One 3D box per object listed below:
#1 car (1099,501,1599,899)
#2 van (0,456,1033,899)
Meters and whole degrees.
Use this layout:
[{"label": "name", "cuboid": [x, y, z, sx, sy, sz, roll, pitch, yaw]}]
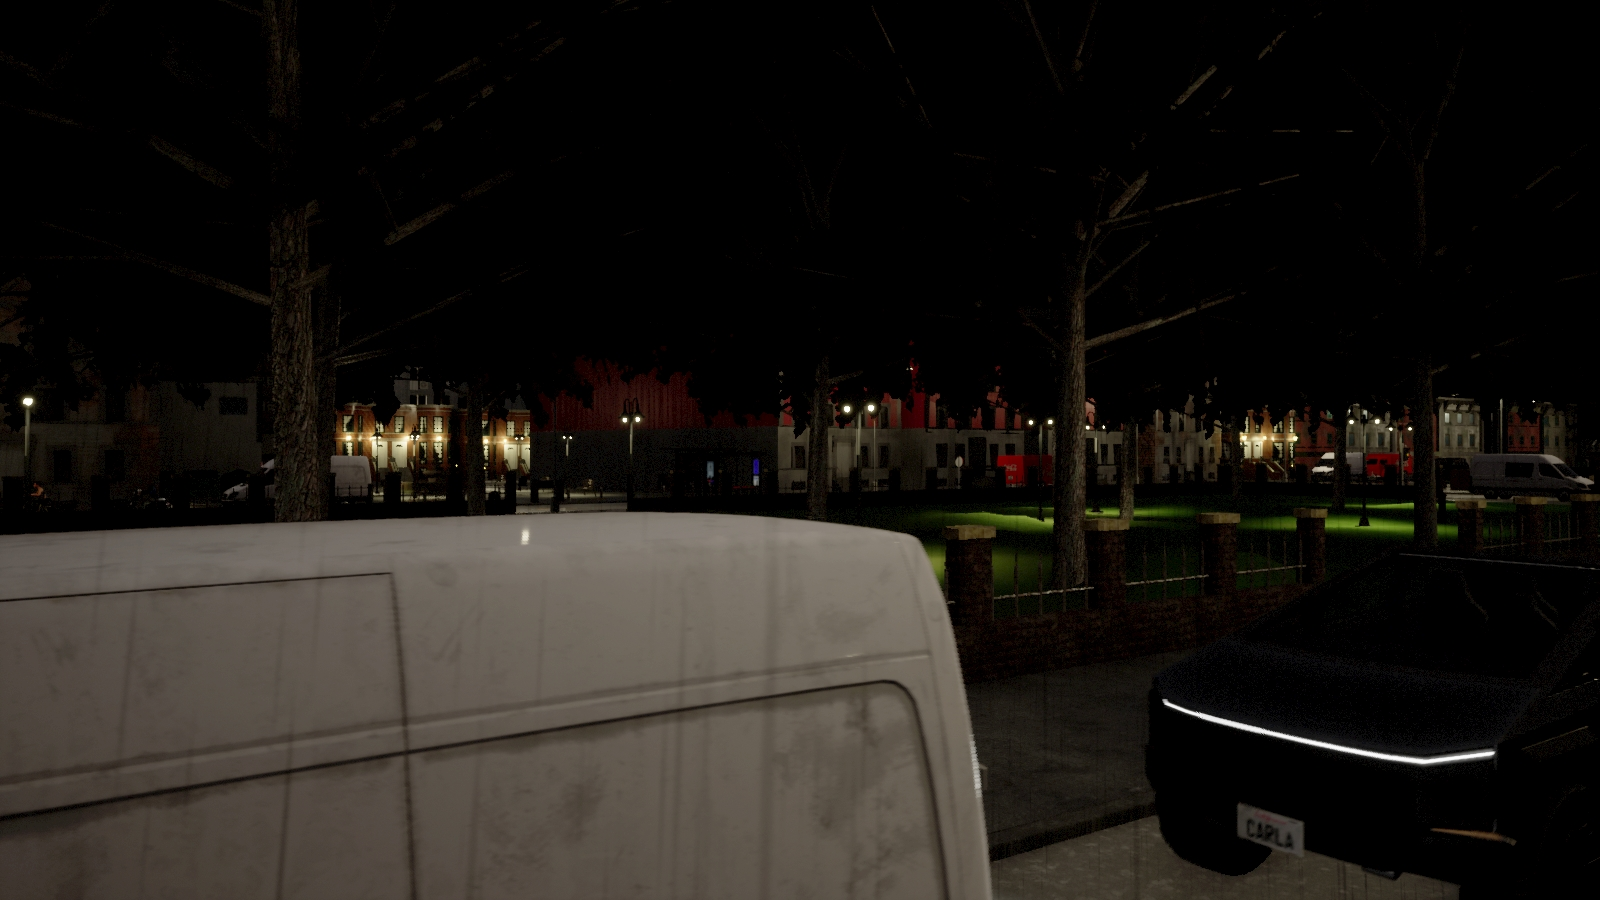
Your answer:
[{"label": "car", "cuboid": [5.192, 1.529, 8.050, 6.274, 2.098, 2.390, 0, 0, -34]}, {"label": "van", "cuboid": [-2.232, 1.314, 2.845, 5.915, 2.561, 1.988, 0, 0, -35]}]
